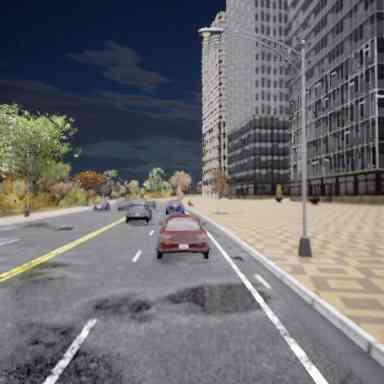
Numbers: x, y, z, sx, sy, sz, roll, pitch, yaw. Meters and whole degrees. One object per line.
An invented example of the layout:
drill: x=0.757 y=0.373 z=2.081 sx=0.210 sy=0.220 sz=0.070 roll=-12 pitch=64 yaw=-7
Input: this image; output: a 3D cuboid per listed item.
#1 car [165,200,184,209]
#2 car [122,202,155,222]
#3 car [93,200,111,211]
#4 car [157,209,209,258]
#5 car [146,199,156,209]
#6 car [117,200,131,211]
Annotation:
car: x=-2.056 y=1.671 z=39.322 sx=2.097 sy=1.767 sz=4.553 roll=0 pitch=-1 yaw=-5
car: x=-4.469 y=1.790 z=28.444 sx=1.994 sy=1.385 sz=4.181 roll=0 pitch=-1 yaw=-4
car: x=-12.638 y=1.897 z=46.863 sx=2.128 sy=1.511 sz=4.902 roll=0 pitch=-1 yaw=-5
car: x=-0.361 y=1.624 z=13.122 sx=1.812 sy=1.442 sz=4.674 roll=0 pitch=0 yaw=-2
car: x=-6.775 y=1.957 z=54.136 sx=2.128 sy=1.511 sz=4.902 roll=0 pitch=-1 yaw=-6
car: x=-9.375 y=1.908 z=46.853 sx=1.837 sy=1.490 sz=4.892 roll=0 pitch=-1 yaw=-5
